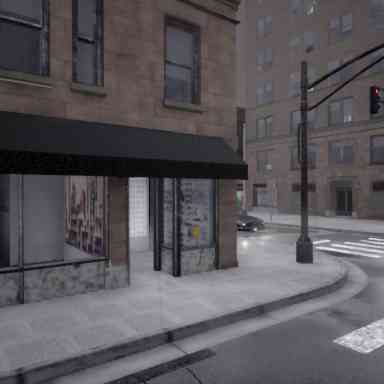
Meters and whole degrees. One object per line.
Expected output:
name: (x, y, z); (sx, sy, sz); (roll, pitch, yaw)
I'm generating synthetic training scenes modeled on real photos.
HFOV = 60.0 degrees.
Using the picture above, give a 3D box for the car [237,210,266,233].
car: (1.721, 1.539, 19.321); (2.033, 1.411, 5.357); (0, 0, -36)
